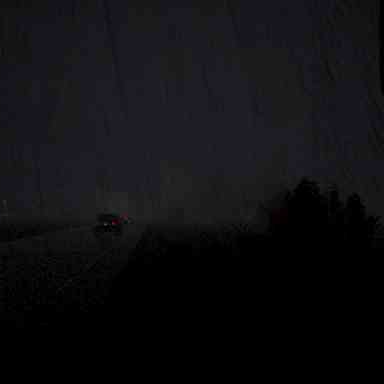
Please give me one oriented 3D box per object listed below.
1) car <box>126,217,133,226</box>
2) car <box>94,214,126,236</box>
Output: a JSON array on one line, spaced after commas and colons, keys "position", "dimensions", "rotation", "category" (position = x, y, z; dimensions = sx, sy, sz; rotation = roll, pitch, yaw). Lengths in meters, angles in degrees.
[{"position": [-10.489, 4.713, 53.408], "dimensions": [2.033, 1.411, 5.357], "rotation": [1, -3, -6], "category": "car"}, {"position": [-8.067, 3.130, 32.499], "dimensions": [2.150, 2.045, 5.566], "rotation": [1, -3, -6], "category": "car"}]
